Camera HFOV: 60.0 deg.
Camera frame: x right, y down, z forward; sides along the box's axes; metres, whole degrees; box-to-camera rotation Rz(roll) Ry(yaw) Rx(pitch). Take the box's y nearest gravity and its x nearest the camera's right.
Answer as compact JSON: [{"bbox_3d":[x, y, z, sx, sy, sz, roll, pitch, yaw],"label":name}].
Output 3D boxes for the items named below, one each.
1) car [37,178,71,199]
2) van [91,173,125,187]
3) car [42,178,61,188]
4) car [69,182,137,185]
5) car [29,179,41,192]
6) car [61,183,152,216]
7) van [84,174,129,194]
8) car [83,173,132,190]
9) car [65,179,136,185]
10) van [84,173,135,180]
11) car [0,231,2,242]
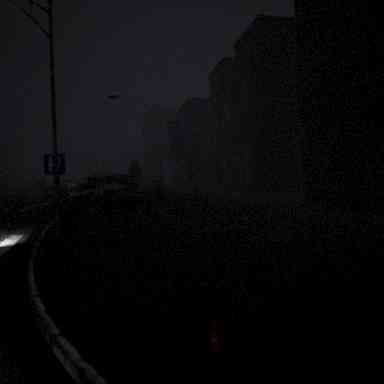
[{"bbox_3d":[-12.904,-0.252,31.372,1.882,1.535,5.008,-2,5,-15],"label":"car"},{"bbox_3d":[-12.426,-1.778,49.042,4.442,1.987,1.878,-3,5,-34],"label":"van"},{"bbox_3d":[-21.750,-1.461,51.632,1.895,1.301,4.718,-2,4,-15],"label":"car"},{"bbox_3d":[-5.500,0.312,22.554,4.674,1.452,2.002,-3,5,-34],"label":"car"},{"bbox_3d":[-19.170,-0.900,41.891,2.128,1.511,4.902,-2,4,-15],"label":"car"},{"bbox_3d":[-4.732,0.475,19.615,4.892,1.521,2.231,-3,5,-35],"label":"car"},{"bbox_3d":[-9.494,-0.959,37.152,4.442,1.987,1.878,-3,5,-35],"label":"van"},{"bbox_3d":[-10.939,-1.395,43.115,5.566,2.045,2.435,-3,5,-35],"label":"car"},{"bbox_3d":[-6.433,0.075,25.382,5.366,1.575,1.946,-3,5,-35],"label":"car"},{"bbox_3d":[-6.968,-0.363,28.479,4.442,1.987,1.878,-3,5,-35],"label":"van"},{"bbox_3d":[-6.445,1.382,8.683,2.033,1.411,5.357,-2,4,-20],"label":"car"}]
